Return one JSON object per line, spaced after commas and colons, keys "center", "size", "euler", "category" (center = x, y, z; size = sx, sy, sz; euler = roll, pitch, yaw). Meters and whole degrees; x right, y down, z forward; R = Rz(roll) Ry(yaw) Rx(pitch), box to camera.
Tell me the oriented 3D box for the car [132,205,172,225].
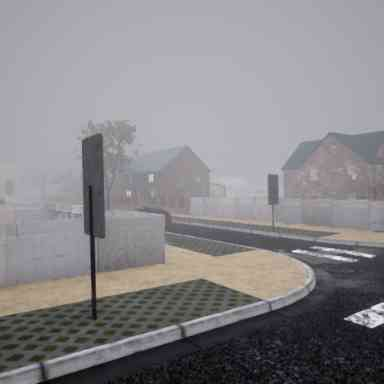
{"center": [-3.211, 1.669, 24.214], "size": [1.994, 1.385, 4.181], "euler": [-2, 0, -35], "category": "car"}
